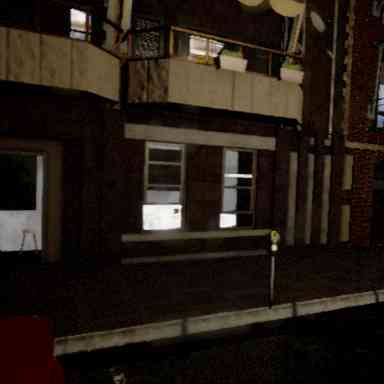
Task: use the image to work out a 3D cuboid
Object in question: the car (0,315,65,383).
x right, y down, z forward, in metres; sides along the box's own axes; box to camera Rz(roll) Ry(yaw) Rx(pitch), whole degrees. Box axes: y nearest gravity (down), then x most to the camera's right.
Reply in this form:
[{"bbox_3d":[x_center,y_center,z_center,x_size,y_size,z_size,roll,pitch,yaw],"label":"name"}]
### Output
[{"bbox_3d":[-2.982,1.349,1.499,4.507,1.381,1.887,1,2,-24],"label":"car"}]
